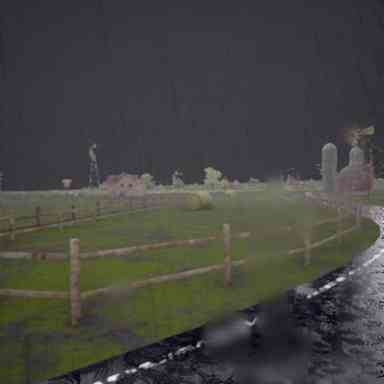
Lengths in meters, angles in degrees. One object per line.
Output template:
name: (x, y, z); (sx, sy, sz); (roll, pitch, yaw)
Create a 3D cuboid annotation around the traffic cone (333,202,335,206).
traffic cone: (17.934, 1.585, 42.071); (0.340, 0.580, 0.340); (-1, 0, 10)

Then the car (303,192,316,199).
car: (24.987, 0.823, 70.969); (2.128, 1.511, 4.902); (-1, 0, 5)
